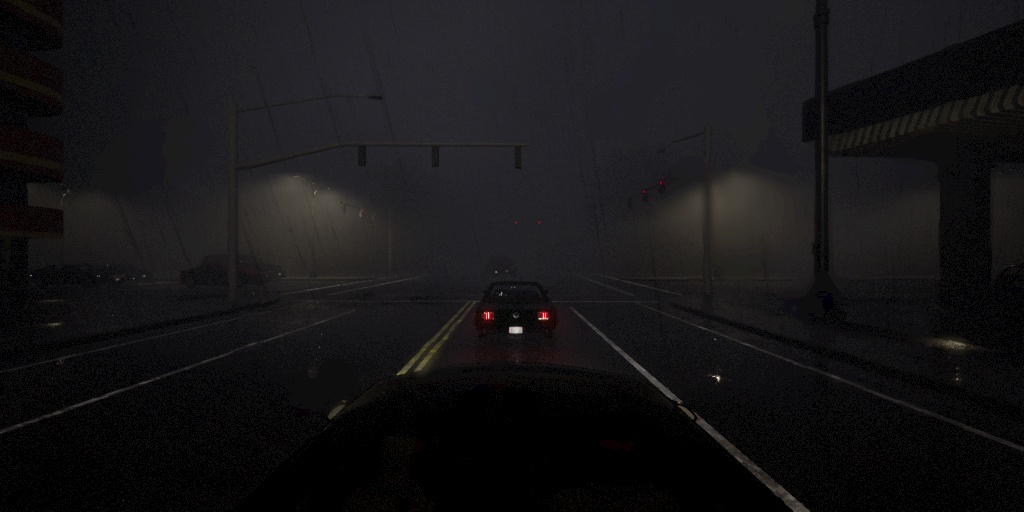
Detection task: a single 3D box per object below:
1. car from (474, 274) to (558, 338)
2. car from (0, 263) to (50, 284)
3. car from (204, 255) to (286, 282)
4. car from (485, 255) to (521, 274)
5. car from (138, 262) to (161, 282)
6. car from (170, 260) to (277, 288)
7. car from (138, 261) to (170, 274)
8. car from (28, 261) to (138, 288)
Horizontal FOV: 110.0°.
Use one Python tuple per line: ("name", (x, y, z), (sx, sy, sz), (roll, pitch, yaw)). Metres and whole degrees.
("car", (0.100, 1.351, 10.152), (1.895, 1.301, 4.718), (0, 0, 0))
("car", (-37.982, 1.276, 26.798), (4.674, 1.442, 1.812), (0, 0, 1))
("car", (-19.882, 0.971, 26.475), (5.566, 2.045, 2.150), (0, 0, 1))
("car", (-1.169, 0.971, 34.531), (2.150, 2.045, 5.566), (0, 0, -15))
("car", (-29.300, 1.314, 26.629), (4.181, 1.385, 1.994), (0, 0, 0))
("car", (-18.322, 1.228, 22.927), (5.008, 1.535, 1.882), (0, 0, 1))
("car", (-39.625, 1.241, 38.517), (4.902, 1.511, 2.128), (0, 0, 1))
("car", (-27.825, 1.241, 23.104), (4.902, 1.511, 2.128), (0, 0, 1))
